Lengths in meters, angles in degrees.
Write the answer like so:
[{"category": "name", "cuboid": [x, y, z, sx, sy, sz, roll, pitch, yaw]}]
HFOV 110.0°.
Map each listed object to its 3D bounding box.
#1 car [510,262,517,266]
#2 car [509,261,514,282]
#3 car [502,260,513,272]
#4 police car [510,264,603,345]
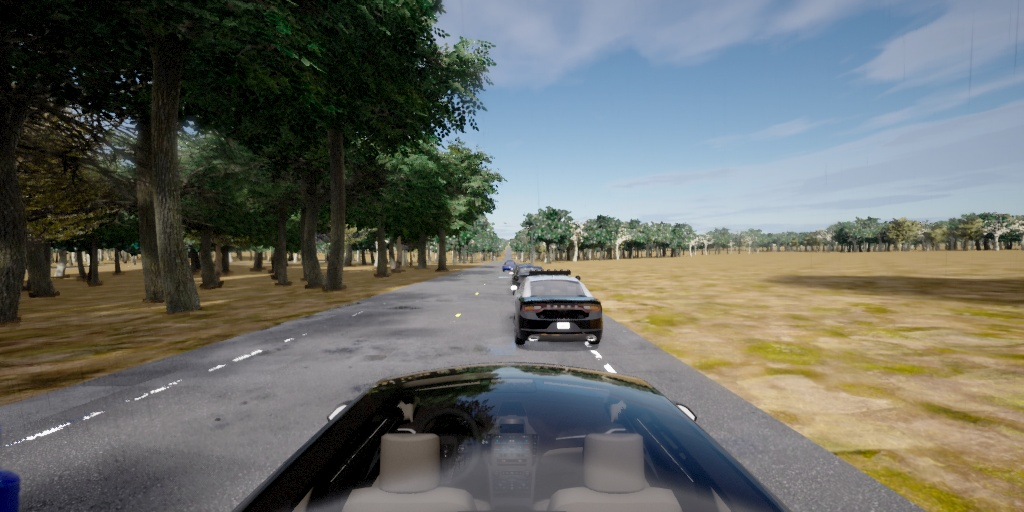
[{"category": "car", "cuboid": [0.938, 1.260, 19.565, 1.837, 1.490, 4.892, 0, 0, 0]}, {"category": "car", "cuboid": [0.900, 1.284, 25.568, 1.812, 1.442, 4.674, 0, 0, 0]}, {"category": "car", "cuboid": [-0.258, 1.357, 47.261, 1.994, 1.385, 4.181, 0, 0, 0]}, {"category": "police car", "cuboid": [1.000, 1.175, 9.673, 1.930, 1.638, 5.238, 0, 0, 0]}]
